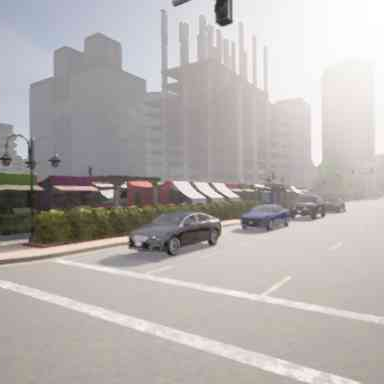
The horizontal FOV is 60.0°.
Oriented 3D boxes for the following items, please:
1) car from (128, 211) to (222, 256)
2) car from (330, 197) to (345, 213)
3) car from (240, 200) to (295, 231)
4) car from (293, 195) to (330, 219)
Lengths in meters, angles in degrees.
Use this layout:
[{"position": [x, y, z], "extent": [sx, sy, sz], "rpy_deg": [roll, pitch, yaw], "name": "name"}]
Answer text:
[{"position": [-0.544, 1.571, 13.803], "extent": [2.128, 1.511, 4.902], "rpy_deg": [-1, 0, 34], "name": "car"}, {"position": [16.306, 1.437, 38.652], "extent": [2.097, 1.767, 4.553], "rpy_deg": [-1, 0, 34], "name": "car"}, {"position": [4.863, 1.559, 21.793], "extent": [1.882, 1.535, 5.008], "rpy_deg": [-1, 0, 34], "name": "car"}, {"position": [10.512, 1.305, 30.151], "extent": [2.150, 2.045, 5.566], "rpy_deg": [-1, 0, 34], "name": "car"}]
